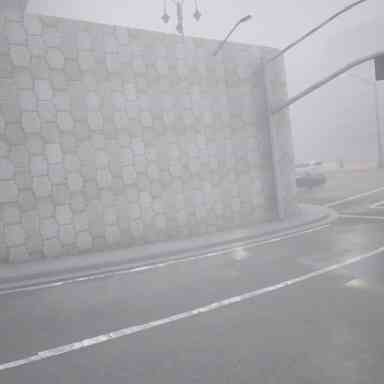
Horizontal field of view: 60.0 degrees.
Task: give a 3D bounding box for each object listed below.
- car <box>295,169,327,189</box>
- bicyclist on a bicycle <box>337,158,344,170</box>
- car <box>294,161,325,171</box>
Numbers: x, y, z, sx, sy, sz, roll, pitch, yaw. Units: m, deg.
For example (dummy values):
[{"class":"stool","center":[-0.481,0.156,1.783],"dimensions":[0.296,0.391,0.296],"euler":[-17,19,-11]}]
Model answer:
[{"class":"car","center":[10.011,-1.014,30.944],"dimensions":[1.895,1.301,4.718],"euler":[-11,6,-35]},{"class":"bicyclist on a bicycle","center":[20.068,-3.821,44.861],"dimensions":[1.656,1.620,0.582],"euler":[-11,6,-35]},{"class":"car","center":[12.839,-2.487,39.171],"dimensions":[2.150,2.045,5.566],"euler":[-11,6,-35]}]
